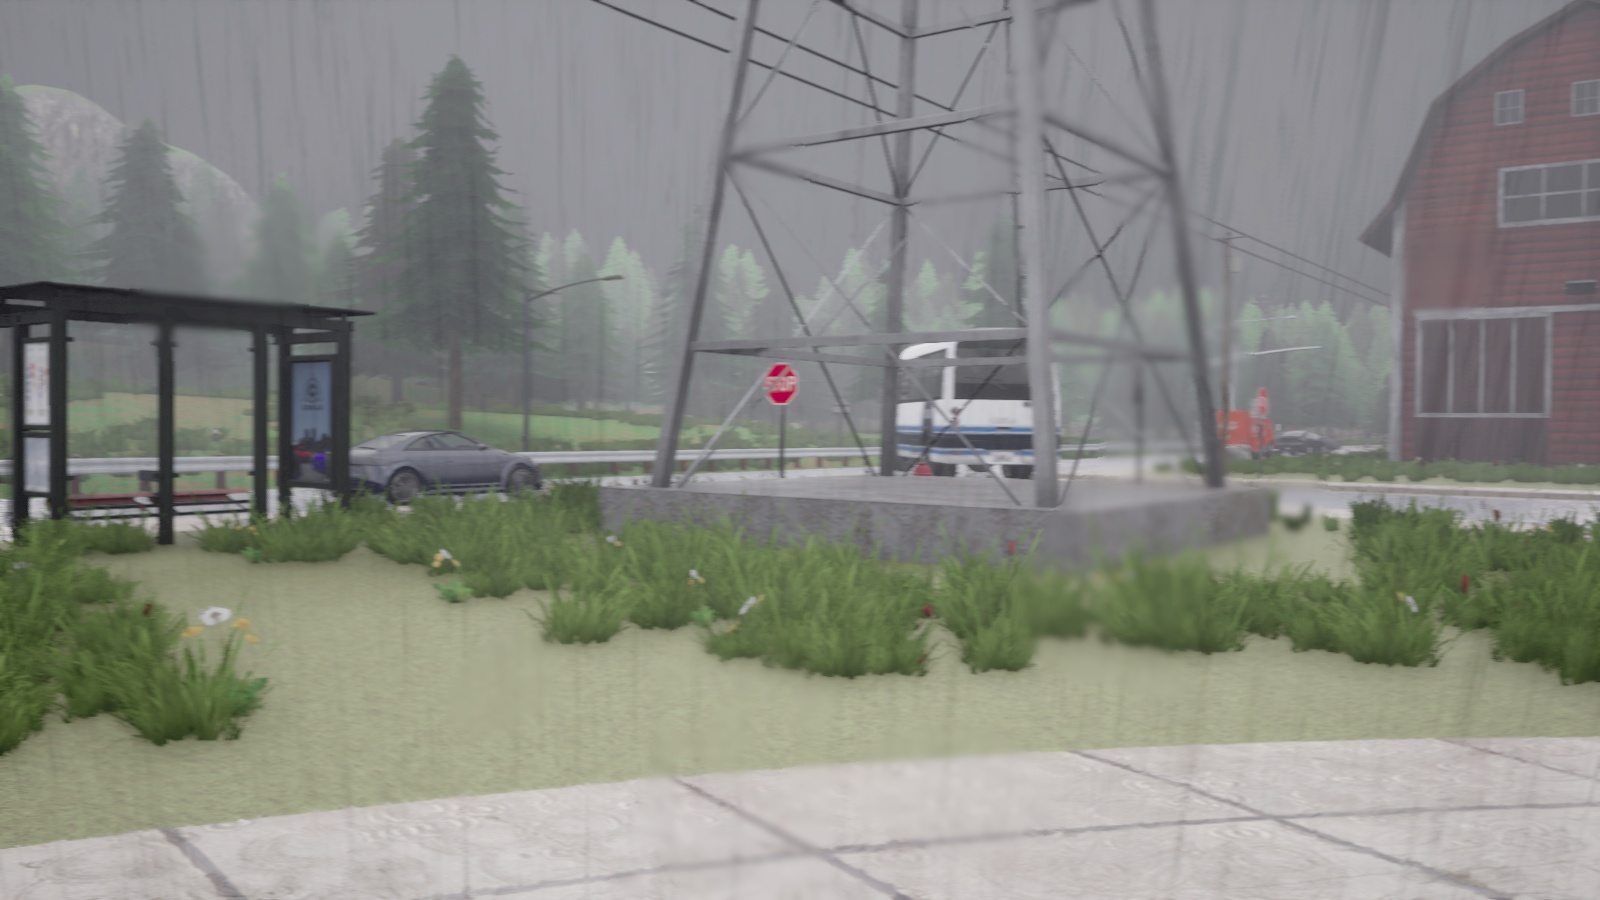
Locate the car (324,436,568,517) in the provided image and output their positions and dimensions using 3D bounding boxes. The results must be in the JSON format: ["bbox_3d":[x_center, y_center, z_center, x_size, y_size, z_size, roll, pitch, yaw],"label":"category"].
[{"bbox_3d":[-6.779,0.444,24.390,1.994,1.385,4.181,0,1,37],"label":"car"}]

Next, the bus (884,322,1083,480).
[{"bbox_3d":[5.343,-1.427,39.236,3.944,4.253,10.273,-1,1,-5],"label":"bus"}]

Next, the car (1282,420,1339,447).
[{"bbox_3d":[29.318,-0.967,72.031,1.837,1.490,4.892,0,1,37],"label":"car"}]

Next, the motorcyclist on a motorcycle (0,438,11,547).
[{"bbox_3d":[-12.224,0.619,17.204,0.866,1.530,2.191,0,1,37],"label":"motorcyclist on a motorcycle"}]

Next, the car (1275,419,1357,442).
[{"bbox_3d":[35.312,-1.323,85.976,4.892,1.490,1.837,0,1,36],"label":"car"}]

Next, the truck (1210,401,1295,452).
[{"bbox_3d":[22.988,-1.221,63.674,2.627,2.467,5.204,0,1,37],"label":"truck"}]
